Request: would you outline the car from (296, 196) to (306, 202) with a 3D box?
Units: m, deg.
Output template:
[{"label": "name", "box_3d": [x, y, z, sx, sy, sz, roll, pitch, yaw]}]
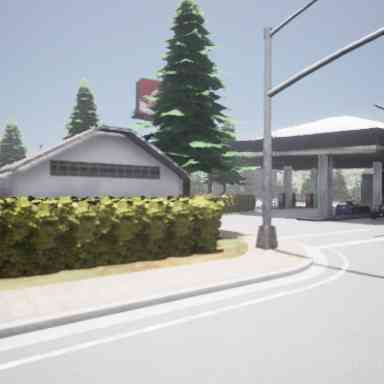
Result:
[{"label": "car", "box_3d": [29.317, 1.944, 86.916, 2.152, 1.636, 5.027, 1, 0, -36]}]

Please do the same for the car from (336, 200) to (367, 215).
[{"label": "car", "box_3d": [18.221, 1.782, 37.429, 4.611, 1.667, 2.242, 1, 0, -36]}]

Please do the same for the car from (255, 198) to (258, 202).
[{"label": "car", "box_3d": [15.225, 1.834, 86.135, 1.845, 1.501, 3.633, 1, 0, -36]}]

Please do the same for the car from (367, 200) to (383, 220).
[{"label": "car", "box_3d": [18.055, 1.580, 30.299, 3.866, 1.878, 1.905, 1, 0, -36]}]
